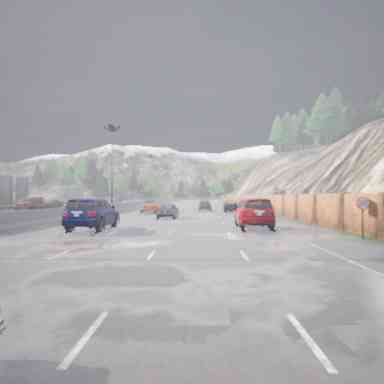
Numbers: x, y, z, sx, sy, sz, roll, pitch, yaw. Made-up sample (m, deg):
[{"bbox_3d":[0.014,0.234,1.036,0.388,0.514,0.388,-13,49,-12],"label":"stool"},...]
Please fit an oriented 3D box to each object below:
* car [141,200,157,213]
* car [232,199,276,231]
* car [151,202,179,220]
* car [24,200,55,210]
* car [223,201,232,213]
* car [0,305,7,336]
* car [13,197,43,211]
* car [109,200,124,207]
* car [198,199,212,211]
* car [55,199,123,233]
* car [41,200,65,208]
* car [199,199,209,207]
[{"bbox_3d":[-5.304,1.829,43.754,2.097,1.767,4.553,0,-1,3],"label":"car"},{"bbox_3d":[4.165,1.472,22.550,2.150,2.045,5.566,0,-1,3],"label":"car"},{"bbox_3d":[-2.358,1.906,32.631,2.033,1.411,5.357,0,-1,2],"label":"car"},{"bbox_3d":[-19.532,2.065,43.591,1.895,1.301,4.718,0,-1,3],"label":"car"},{"bbox_3d":[5.292,1.987,45.729,1.882,1.535,5.008,0,-1,2],"label":"car"},{"bbox_3d":[-3.377,1.624,2.220,1.895,1.301,4.718,0,-1,1],"label":"car"},{"bbox_3d":[-22.880,1.721,46.932,2.150,2.045,5.566,0,-1,3],"label":"car"},{"bbox_3d":[-15.168,2.267,66.788,1.994,1.385,4.181,0,-1,2],"label":"car"},{"bbox_3d":[1.953,2.046,50.049,2.128,1.511,4.902,0,-1,2],"label":"car"},{"bbox_3d":[-6.390,1.451,21.456,2.150,2.045,5.566,0,-1,2],"label":"car"},{"bbox_3d":[-25.802,2.202,61.882,2.033,1.411,5.357,0,-1,2],"label":"car"},{"bbox_3d":[2.430,2.212,66.421,1.882,1.535,5.008,0,-1,1],"label":"car"}]
